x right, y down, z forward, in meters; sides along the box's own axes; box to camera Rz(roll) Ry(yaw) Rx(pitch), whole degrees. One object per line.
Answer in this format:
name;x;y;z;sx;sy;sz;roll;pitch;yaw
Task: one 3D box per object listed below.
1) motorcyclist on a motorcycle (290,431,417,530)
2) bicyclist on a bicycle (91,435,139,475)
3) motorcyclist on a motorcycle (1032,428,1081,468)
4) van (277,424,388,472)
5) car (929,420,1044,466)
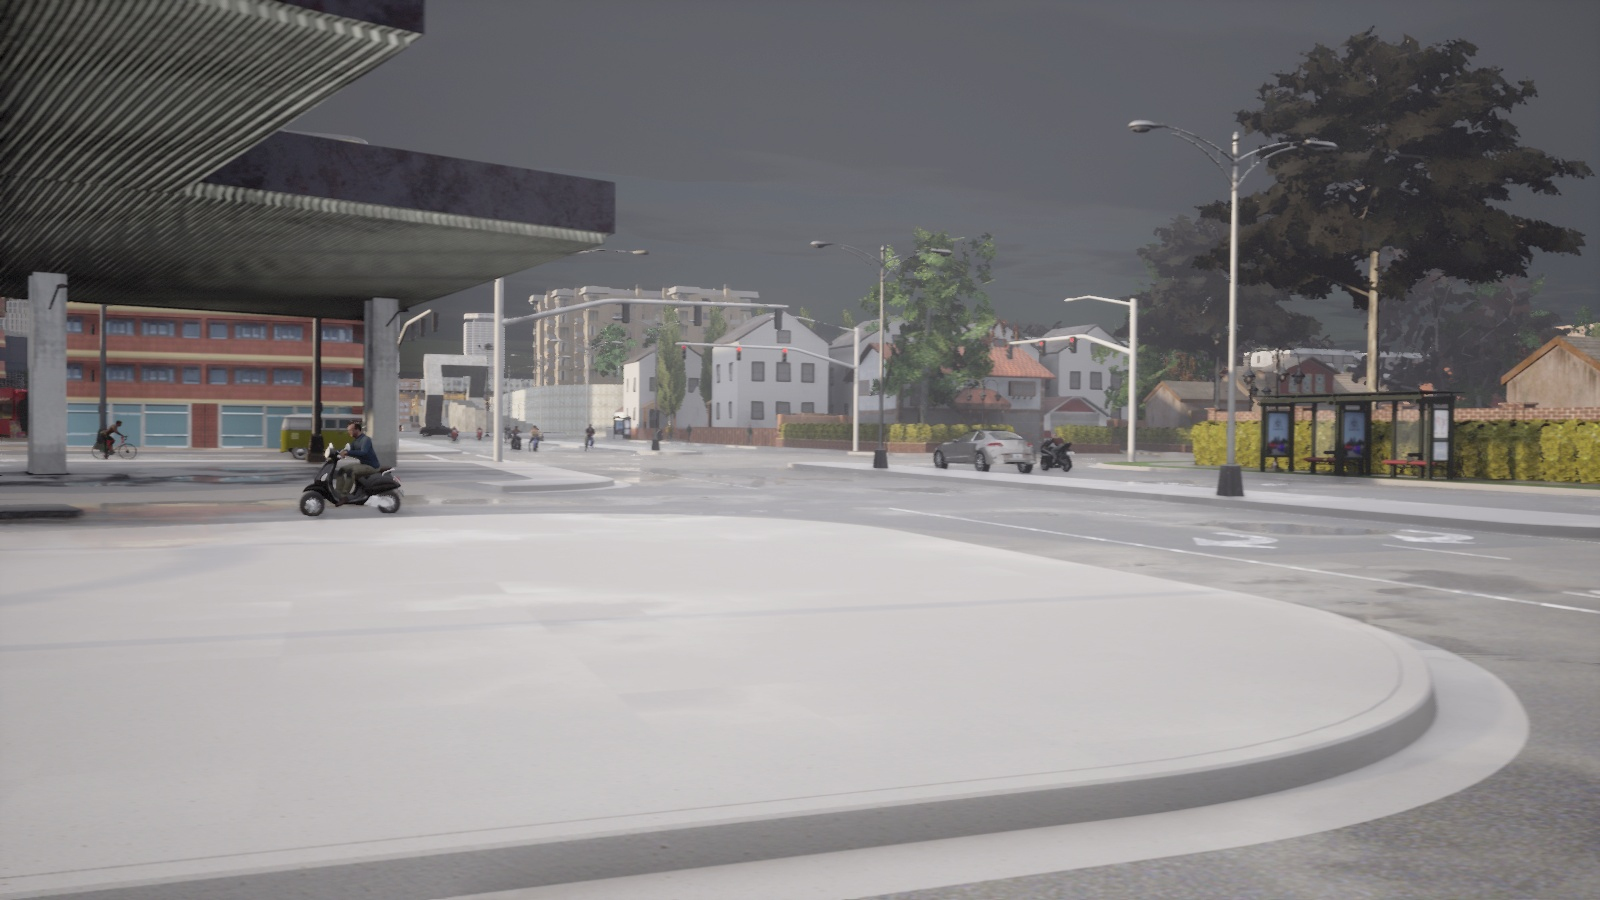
motorcyclist on a motorcycle;-7.561;0.486;21.312;1.817;1.590;0.866;-1;1;-41
bicyclist on a bicycle;-28.263;0.212;51.841;1.656;1.620;0.582;-1;1;-22
motorcyclist on a motorcycle;10.158;-0.088;49.764;0.866;1.530;2.191;-1;1;-21
van;-20.457;-0.124;54.958;4.442;1.987;1.775;-1;1;-23
car;7.060;-0.283;48.058;2.152;1.651;5.027;-1;1;-21
